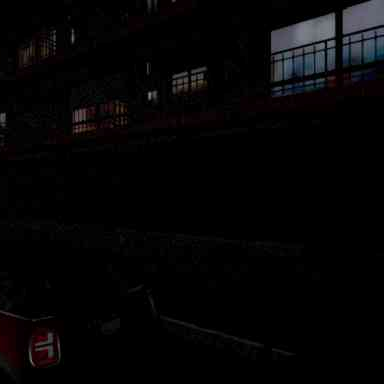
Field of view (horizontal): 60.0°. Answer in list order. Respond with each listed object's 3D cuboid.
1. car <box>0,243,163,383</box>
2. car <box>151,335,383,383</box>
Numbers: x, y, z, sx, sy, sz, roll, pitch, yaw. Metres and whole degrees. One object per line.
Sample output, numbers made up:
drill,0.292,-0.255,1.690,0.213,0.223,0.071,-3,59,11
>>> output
car,-2.424,1.440,4.609,4.097,1.590,1.967,0,0,36
car,2.164,1.545,1.334,4.507,1.381,1.887,0,0,36
